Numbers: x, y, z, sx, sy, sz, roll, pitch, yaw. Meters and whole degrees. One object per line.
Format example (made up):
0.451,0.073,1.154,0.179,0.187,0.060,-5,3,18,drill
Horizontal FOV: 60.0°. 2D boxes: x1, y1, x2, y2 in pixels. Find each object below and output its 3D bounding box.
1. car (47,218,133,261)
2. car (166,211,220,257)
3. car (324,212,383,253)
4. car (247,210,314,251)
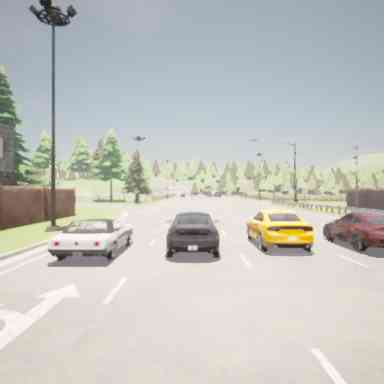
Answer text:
-3.461,1.605,12.328,1.895,1.301,4.718,0,0,0,car
0.044,1.510,12.956,1.837,1.490,4.892,0,0,0,car
7.049,1.529,13.624,1.812,1.442,4.674,0,0,0,car
3.553,1.482,14.151,1.882,1.535,5.008,0,0,0,car
